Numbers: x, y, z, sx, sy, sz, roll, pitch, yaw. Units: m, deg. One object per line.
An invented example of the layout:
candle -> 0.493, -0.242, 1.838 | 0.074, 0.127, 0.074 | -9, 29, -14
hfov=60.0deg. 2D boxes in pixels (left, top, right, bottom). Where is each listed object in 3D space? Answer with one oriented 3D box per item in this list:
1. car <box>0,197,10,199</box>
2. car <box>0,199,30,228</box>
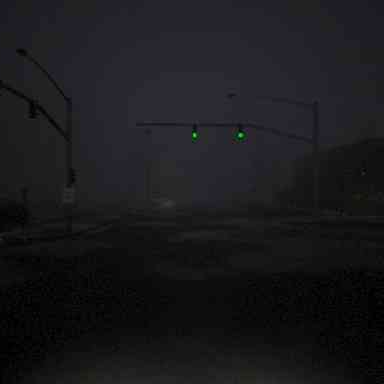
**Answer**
car -> -15.098, 1.269, 25.371 | 2.097, 1.767, 4.553 | 0, 0, 0
car -> -11.599, 1.413, 19.897 | 1.882, 1.535, 5.008 | 0, 0, 0
